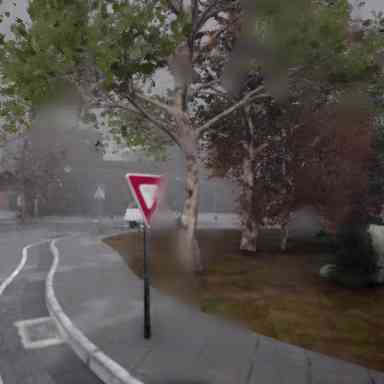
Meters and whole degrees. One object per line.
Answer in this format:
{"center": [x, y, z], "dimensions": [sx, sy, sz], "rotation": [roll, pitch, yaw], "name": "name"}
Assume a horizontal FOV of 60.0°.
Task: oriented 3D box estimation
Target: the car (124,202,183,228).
{"center": [-2.917, 1.913, 27.209], "dimensions": [2.150, 2.045, 5.566], "rotation": [-1, -5, 39], "name": "car"}

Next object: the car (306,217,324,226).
{"center": [18.830, 4.226, 48.611], "dimensions": [4.674, 1.442, 1.812], "rotation": [3, -3, -43], "name": "car"}

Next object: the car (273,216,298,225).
{"center": [13.366, 4.019, 47.773], "dimensions": [4.892, 1.490, 1.837], "rotation": [4, -4, -43], "name": "car"}

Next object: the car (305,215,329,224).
{"center": [20.601, 4.516, 54.779], "dimensions": [4.181, 1.385, 1.994], "rotation": [3, -3, -44], "name": "car"}
